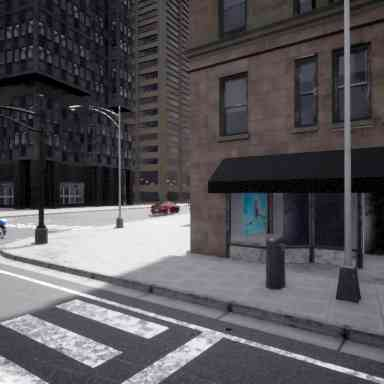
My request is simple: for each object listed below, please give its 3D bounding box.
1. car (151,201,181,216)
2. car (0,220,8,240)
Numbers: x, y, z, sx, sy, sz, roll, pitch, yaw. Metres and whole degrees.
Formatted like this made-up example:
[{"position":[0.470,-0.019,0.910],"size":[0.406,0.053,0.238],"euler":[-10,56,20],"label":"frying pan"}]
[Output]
[{"position":[-2.882,1.802,37.641],"size":[1.882,1.535,5.008],"euler":[0,-1,21],"label":"car"},{"position":[-10.460,1.515,14.472],"size":[1.882,1.535,5.008],"euler":[0,-1,16],"label":"car"}]
